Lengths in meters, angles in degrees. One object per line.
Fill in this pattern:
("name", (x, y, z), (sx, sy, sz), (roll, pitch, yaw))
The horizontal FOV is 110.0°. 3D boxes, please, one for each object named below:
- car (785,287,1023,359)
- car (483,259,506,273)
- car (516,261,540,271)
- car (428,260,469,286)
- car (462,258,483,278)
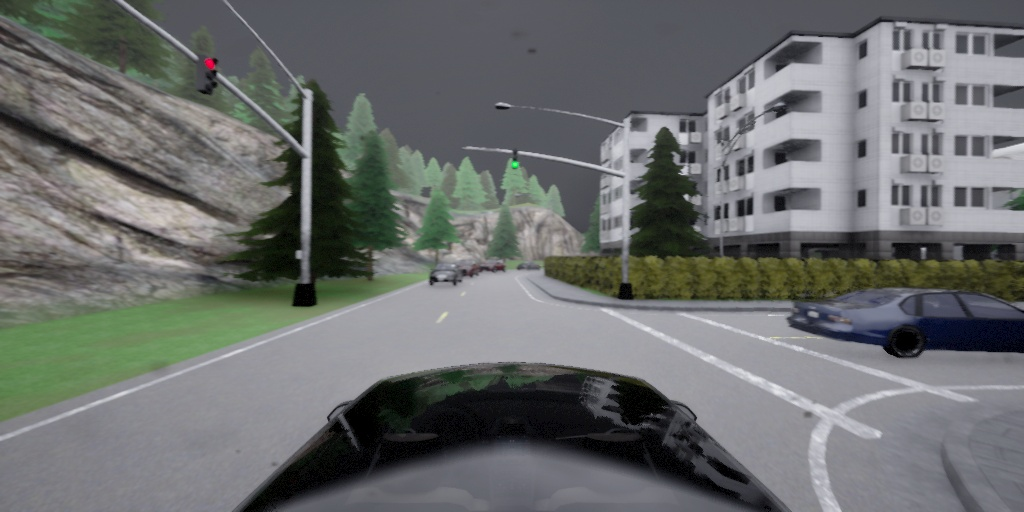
("car", (9.430, 1.419, 8.031), (5.357, 1.411, 2.033), (1, 0, 5))
("car", (-2.403, 1.152, 44.324), (2.097, 1.767, 4.553), (1, 0, 22))
("car", (2.444, 1.437, 53.179), (1.994, 1.385, 4.181), (1, 0, 38))
("car", (-4.575, 1.232, 25.334), (2.128, 1.511, 4.902), (1, 0, -1))
("car", (-4.478, 1.111, 34.420), (2.097, 1.767, 4.553), (1, 0, 5))
